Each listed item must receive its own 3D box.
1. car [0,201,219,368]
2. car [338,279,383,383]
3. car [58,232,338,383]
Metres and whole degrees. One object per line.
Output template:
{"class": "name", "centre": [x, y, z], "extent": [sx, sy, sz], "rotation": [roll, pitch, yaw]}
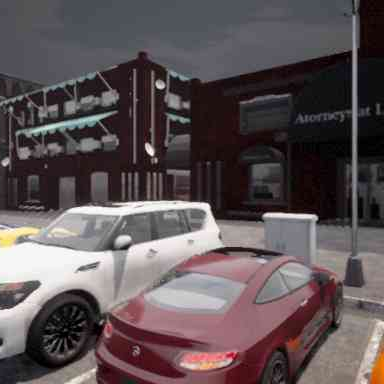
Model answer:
{"class": "car", "centre": [-1.479, 1.238, 6.346], "extent": [2.435, 2.045, 5.566], "rotation": [0, 0, 35]}
{"class": "car", "centre": [3.060, 1.355, 3.144], "extent": [2.185, 1.767, 4.553], "rotation": [0, 0, 35]}
{"class": "car", "centre": [0.806, 1.521, 4.769], "extent": [2.002, 1.452, 4.674], "rotation": [0, 0, 35]}
